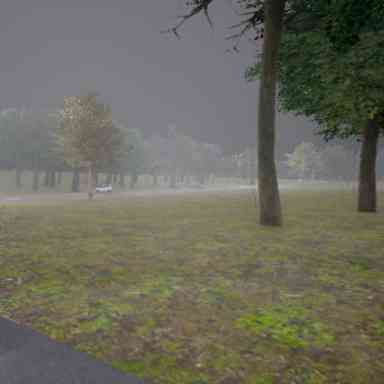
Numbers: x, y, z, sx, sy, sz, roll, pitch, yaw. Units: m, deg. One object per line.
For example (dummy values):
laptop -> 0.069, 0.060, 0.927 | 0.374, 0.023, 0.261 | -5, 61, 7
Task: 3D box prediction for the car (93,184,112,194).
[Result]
car -> -21.179, -0.701, 77.412 | 2.150, 2.045, 5.566 | 4, 4, 35
